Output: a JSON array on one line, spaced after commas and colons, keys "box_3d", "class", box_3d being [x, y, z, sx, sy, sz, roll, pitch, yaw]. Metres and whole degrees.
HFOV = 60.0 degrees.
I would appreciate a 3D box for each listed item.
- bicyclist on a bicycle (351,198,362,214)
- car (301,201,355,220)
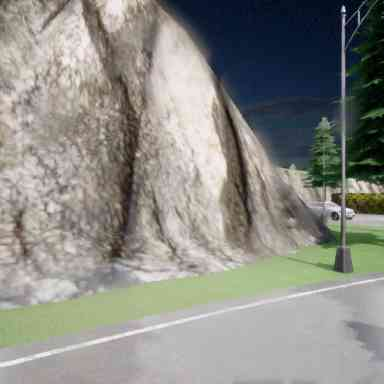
[{"box_3d": [16.488, 1.453, 33.370, 1.656, 1.620, 0.582, 0, 0, -28], "class": "bicyclist on a bicycle"}, {"box_3d": [11.314, 1.526, 27.989, 1.812, 1.442, 4.674, 0, 0, -28], "class": "car"}]
